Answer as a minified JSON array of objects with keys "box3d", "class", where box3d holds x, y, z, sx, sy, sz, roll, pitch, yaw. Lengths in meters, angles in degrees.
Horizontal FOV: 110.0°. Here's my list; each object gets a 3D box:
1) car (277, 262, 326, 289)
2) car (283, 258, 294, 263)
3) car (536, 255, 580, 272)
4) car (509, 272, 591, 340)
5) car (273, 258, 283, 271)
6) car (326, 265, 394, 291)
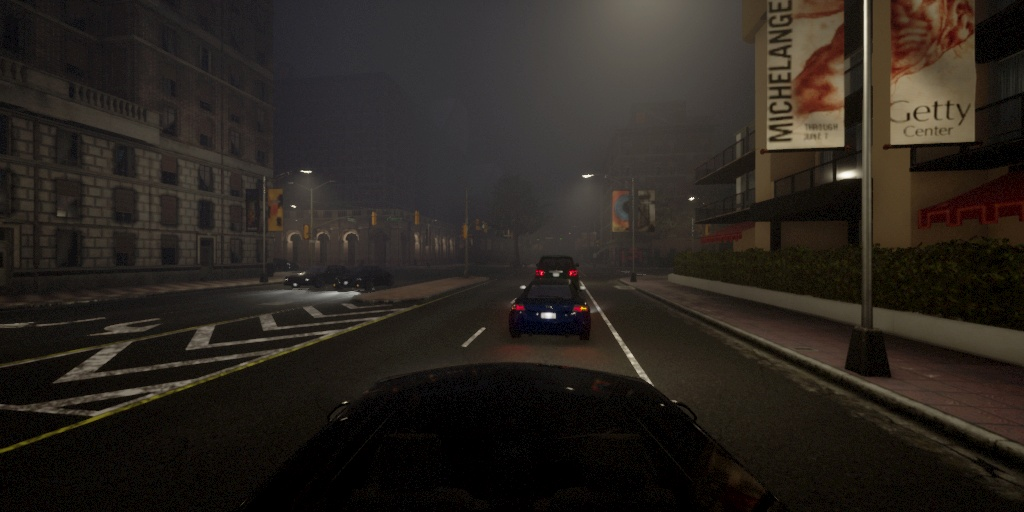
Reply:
[{"box3d":[-12.225,1.293,23.511,2.033,1.411,5.357,0,0,9],"class":"car"},{"box3d":[-31.148,1.092,48.190,4.553,1.767,2.097,0,0,8],"class":"car"},{"box3d":[2.444,0.967,19.372,2.150,2.045,5.566,0,0,8],"class":"car"},{"box3d":[1.123,1.312,10.060,1.994,1.385,4.181,0,0,9],"class":"car"},{"box3d":[-31.828,1.246,44.746,4.892,1.490,1.837,0,0,8],"class":"car"},{"box3d":[-8.935,1.310,21.898,1.994,1.385,4.181,0,0,9],"class":"car"}]
